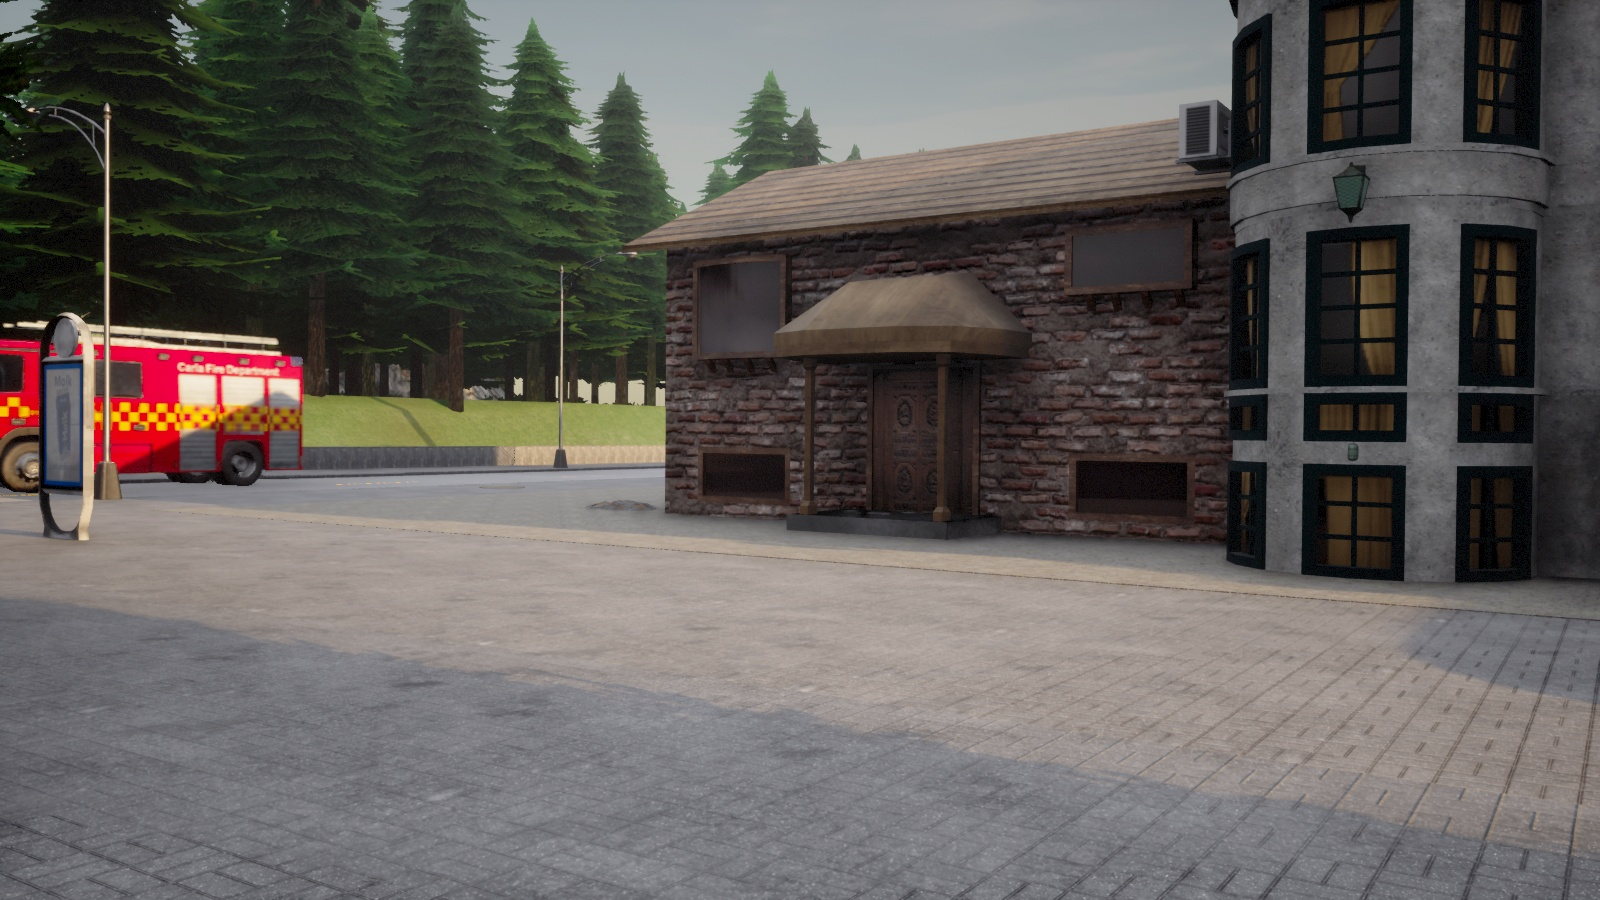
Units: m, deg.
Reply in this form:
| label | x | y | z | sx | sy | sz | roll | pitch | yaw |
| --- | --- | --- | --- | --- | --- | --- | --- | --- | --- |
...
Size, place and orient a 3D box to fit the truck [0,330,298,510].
| label | x | y | z | sx | sy | sz | roll | pitch | yaw |
| --- | --- | --- | --- | --- | --- | --- | --- | --- | --- |
| truck | -16.634 | -0.691 | 29.948 | 2.891 | 3.827 | 8.468 | 0 | 1 | 34 |
